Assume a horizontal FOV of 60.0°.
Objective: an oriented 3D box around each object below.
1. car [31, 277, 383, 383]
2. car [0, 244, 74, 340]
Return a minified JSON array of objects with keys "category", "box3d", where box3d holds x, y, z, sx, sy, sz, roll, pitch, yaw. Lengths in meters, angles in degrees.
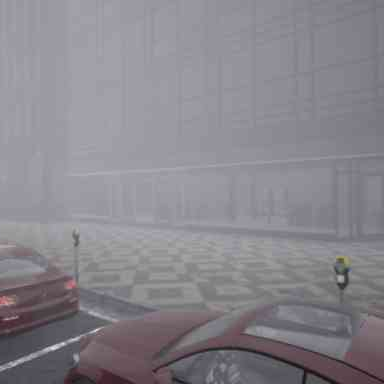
[{"category":"car","box3d":[0.694,1.562,2.610,4.206,1.307,1.802,-1,0,38]},{"category":"car","box3d":[-3.737,1.627,6.095,4.206,1.307,1.802,-1,0,38]}]
